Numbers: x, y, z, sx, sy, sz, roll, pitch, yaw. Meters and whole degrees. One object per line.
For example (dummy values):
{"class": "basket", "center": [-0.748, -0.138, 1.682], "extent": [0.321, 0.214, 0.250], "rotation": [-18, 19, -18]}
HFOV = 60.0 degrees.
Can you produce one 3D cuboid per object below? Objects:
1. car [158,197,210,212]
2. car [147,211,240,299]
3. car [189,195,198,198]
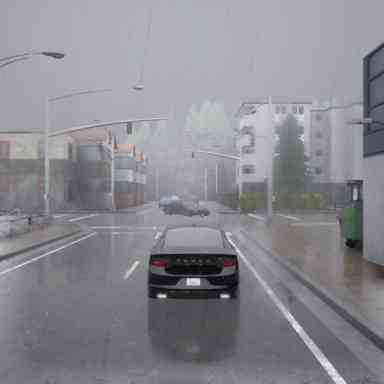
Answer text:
{"class": "car", "center": [-0.663, 1.472, 29.618], "extent": [2.033, 1.411, 5.357], "rotation": [0, 0, -37]}
{"class": "car", "center": [0.050, 1.478, 8.498], "extent": [1.882, 1.535, 5.008], "rotation": [0, 0, 1]}
{"class": "car", "center": [0.104, 1.352, 60.303], "extent": [2.097, 1.767, 4.553], "rotation": [0, 0, 0]}
